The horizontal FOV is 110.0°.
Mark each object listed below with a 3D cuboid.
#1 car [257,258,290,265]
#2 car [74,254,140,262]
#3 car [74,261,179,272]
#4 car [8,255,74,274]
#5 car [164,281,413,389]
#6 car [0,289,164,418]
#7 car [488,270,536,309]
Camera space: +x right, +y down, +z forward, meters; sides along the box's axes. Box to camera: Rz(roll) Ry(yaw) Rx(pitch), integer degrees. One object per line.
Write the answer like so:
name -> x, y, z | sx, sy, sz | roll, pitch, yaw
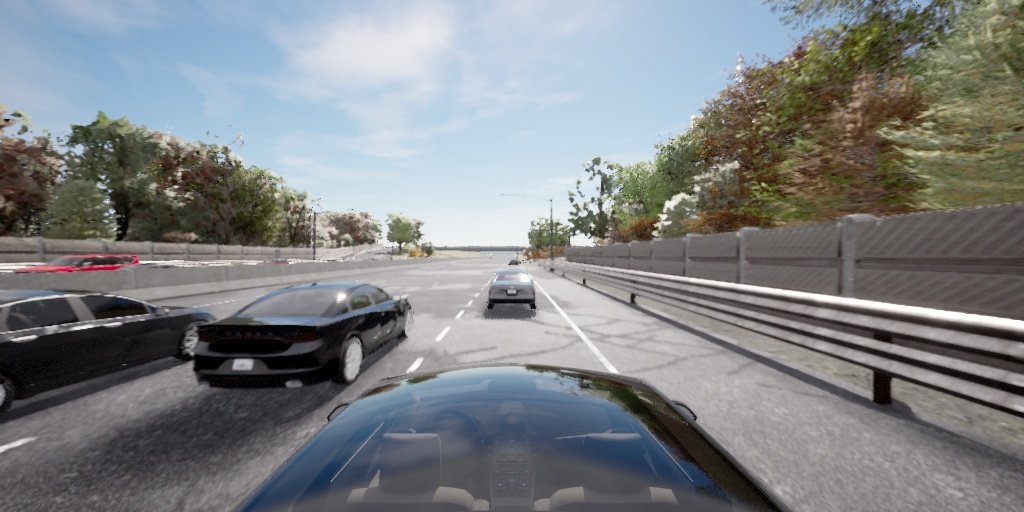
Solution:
car -> -31.521, 1.052, 47.481 | 2.097, 1.767, 4.553 | 0, -1, 0
car -> -24.593, 0.930, 20.638 | 2.150, 2.045, 5.566 | 0, 0, 0
car -> -21.093, 1.214, 20.416 | 1.837, 1.490, 4.892 | 0, 0, 0
car -> -10.403, 0.963, 4.814 | 2.150, 2.045, 5.566 | 0, 0, 0
car -> -3.399, 1.214, 7.006 | 1.882, 1.535, 5.008 | 0, 0, 0
car -> -6.900, 1.245, 5.374 | 1.837, 1.490, 4.892 | 0, 0, 0
car -> -0.003, 1.267, 14.812 | 2.033, 1.411, 5.357 | 0, 0, 0
